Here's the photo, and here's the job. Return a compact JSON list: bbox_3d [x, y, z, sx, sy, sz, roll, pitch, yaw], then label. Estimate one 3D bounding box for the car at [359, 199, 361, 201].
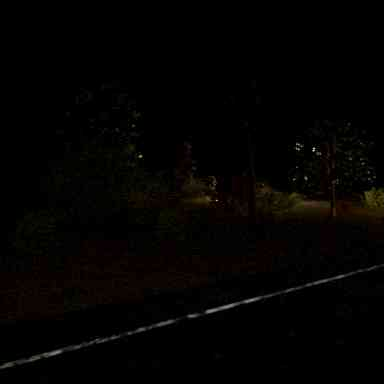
[{"bbox_3d":[31.709,1.419,58.575,1.994,1.385,4.181,0,0,-37],"label":"car"}]
